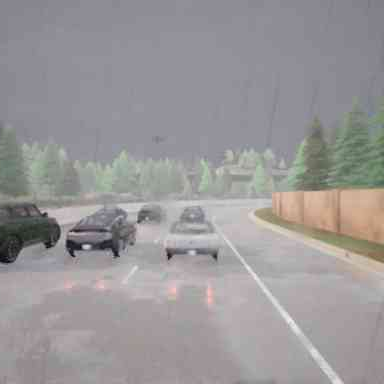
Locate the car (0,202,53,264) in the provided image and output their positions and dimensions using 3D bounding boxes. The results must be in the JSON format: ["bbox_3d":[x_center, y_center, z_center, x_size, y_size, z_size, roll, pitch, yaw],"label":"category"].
[{"bbox_3d":[-6.990,1.362,12.570,2.150,2.045,5.566,0,0,0],"label":"car"}]

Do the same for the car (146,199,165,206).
[{"bbox_3d":[-8.235,2.337,75.465,2.128,1.511,4.902,0,-1,28],"label":"car"}]

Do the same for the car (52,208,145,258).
[{"bbox_3d":[-3.479,1.639,13.492,2.128,1.511,4.902,0,0,0],"label":"car"}]

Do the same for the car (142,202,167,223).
[{"bbox_3d":[-3.341,1.812,28.265,1.837,1.490,4.892,0,0,4],"label":"car"}]

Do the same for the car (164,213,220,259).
[{"bbox_3d":[0.018,1.745,13.240,1.895,1.301,4.718,0,-1,0],"label":"car"}]

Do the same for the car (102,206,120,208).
[{"bbox_3d":[-6.841,1.870,28.304,1.994,1.385,4.181,0,-1,3],"label":"car"}]

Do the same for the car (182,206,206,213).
[{"bbox_3d":[0.162,1.869,28.171,1.994,1.385,4.181,0,-1,4],"label":"car"}]
